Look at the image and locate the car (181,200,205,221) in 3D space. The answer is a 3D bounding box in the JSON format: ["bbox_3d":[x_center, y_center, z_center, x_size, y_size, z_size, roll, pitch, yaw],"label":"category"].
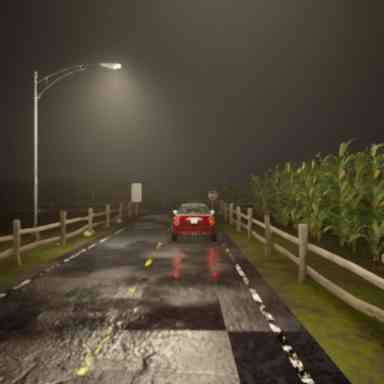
[{"bbox_3d":[0.129,1.494,28.557,1.837,1.490,4.892,0,0,1],"label":"car"}]

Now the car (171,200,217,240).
[{"bbox_3d":[0.094,1.345,16.981,2.097,1.767,4.553,0,0,0],"label":"car"}]
